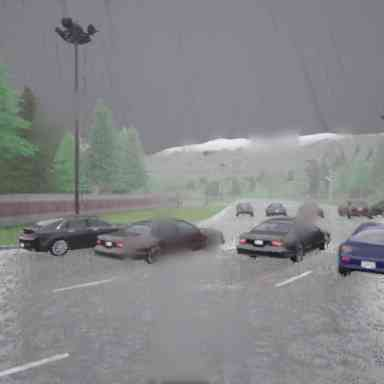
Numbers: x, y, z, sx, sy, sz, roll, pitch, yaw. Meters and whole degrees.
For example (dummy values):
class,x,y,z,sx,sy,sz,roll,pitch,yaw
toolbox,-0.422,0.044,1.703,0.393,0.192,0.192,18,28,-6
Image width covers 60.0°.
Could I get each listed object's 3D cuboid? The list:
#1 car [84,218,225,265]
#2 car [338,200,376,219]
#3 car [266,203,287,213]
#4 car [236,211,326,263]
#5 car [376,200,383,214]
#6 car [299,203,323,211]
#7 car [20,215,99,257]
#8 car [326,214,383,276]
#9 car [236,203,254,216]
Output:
class,x,y,z,sx,sy,sz,roll,pitch,yaw
car,-0.993,1.712,12.481,2.033,1.411,5.357,-1,-1,42
car,15.226,1.574,31.297,2.097,1.767,4.553,-1,-1,13
car,8.951,1.900,35.476,1.994,1.385,4.181,-1,-1,11
car,3.650,1.666,12.597,2.033,1.411,5.357,-1,-1,37
car,19.138,1.547,32.407,2.097,1.767,4.553,-1,-1,10
car,12.352,1.855,34.658,1.994,1.385,4.181,-1,-1,11
car,-4.565,1.726,14.108,4.892,1.490,1.837,0,0,-43
car,5.699,1.589,9.751,1.812,1.442,4.674,-1,-1,40
car,5.906,1.935,37.239,2.033,1.411,5.357,-1,-1,8
